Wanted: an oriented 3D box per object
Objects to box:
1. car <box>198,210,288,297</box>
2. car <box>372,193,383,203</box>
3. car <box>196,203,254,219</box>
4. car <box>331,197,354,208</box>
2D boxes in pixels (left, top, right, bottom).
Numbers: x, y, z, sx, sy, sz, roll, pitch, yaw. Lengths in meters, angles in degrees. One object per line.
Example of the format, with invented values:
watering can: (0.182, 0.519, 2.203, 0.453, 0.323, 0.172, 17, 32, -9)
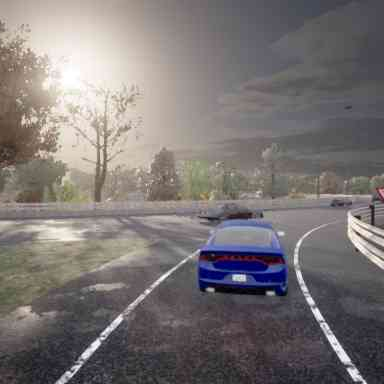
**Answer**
car: (1.411, 1.478, 8.769, 1.882, 1.535, 5.008, 0, 0, 12)
car: (40.406, 1.231, 72.289, 2.150, 2.045, 5.566, 0, 0, 29)
car: (2.924, 1.549, 25.291, 5.357, 1.411, 2.033, 0, 0, -30)
car: (21.825, 1.507, 48.222, 4.892, 1.490, 1.837, 0, 0, -45)
